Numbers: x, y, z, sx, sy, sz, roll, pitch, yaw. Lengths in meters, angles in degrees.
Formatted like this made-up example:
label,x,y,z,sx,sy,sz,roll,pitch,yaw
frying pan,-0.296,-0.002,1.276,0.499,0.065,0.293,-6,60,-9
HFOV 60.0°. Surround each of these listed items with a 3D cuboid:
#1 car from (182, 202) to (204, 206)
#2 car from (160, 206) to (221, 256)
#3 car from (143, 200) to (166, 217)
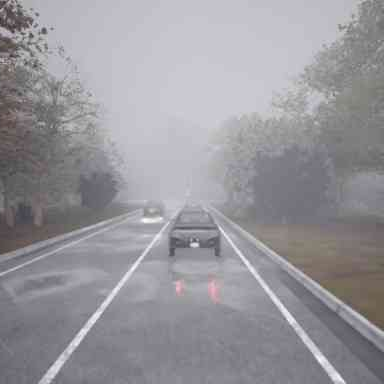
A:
label,x,y,z,sx,sy,sz,roll,pitch,yaw
car,0.098,1.593,29.084,1.994,1.385,4.181,0,0,0
car,0.095,1.513,13.250,2.128,1.511,4.902,0,0,0
car,-3.593,1.522,32.247,2.128,1.511,4.902,0,0,0
